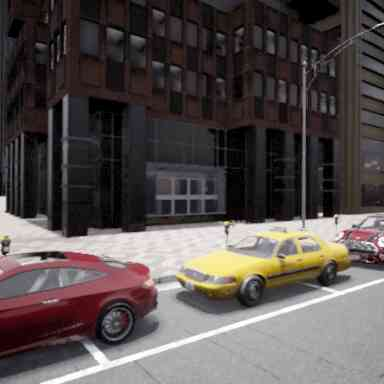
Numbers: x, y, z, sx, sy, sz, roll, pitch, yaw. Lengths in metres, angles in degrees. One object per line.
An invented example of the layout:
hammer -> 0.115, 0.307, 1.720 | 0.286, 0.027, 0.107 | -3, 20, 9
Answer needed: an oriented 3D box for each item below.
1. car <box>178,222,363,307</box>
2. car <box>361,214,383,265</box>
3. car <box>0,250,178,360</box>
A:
car -> 1.924, 1.549, 8.014 | 4.829, 1.417, 1.752 | 0, 0, -35
car -> 6.624, 1.486, 11.364 | 4.097, 1.590, 1.967 | 0, 0, -35
car -> -2.500, 1.584, 4.861 | 4.206, 1.307, 1.802 | 0, 0, -35
